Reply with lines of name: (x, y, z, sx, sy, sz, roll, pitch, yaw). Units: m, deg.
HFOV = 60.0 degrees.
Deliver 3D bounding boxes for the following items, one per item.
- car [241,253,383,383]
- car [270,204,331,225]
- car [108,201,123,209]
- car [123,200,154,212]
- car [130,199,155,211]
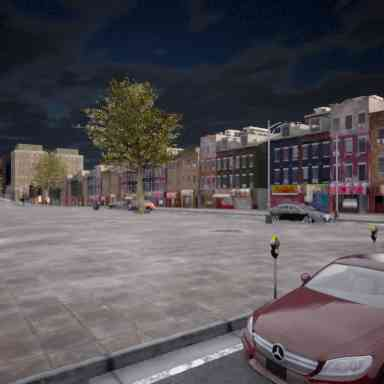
car: (2.572, 1.582, 4.638, 4.206, 1.307, 1.802, 0, 0, -35)
car: (8.116, 1.654, 25.395, 2.128, 1.511, 4.902, 0, -1, -36)
car: (-13.826, 2.396, 61.054, 2.128, 1.511, 4.902, 0, -1, -35)
car: (-7.356, 2.134, 47.048, 2.033, 1.411, 5.357, 0, -1, -35)
car: (-7.951, 2.040, 52.868, 2.097, 1.767, 4.553, 0, -1, -36)
